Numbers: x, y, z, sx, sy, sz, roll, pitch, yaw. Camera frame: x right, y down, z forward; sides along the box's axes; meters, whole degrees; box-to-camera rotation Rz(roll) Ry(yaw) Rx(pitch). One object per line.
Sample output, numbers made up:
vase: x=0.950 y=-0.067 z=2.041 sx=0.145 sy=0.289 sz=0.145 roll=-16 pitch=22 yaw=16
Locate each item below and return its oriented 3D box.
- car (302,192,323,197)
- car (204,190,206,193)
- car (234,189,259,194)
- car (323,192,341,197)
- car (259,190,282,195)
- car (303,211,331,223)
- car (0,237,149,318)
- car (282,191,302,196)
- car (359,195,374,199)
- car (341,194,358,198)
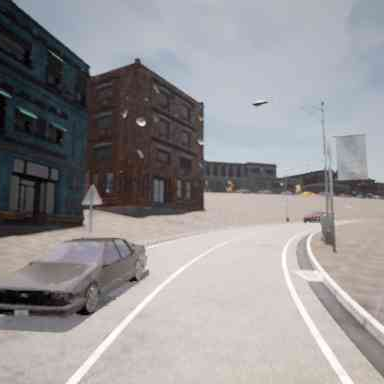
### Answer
car: x=27.206 y=0.781 z=77.728 sx=5.008 sy=1.535 sz=2.097 roll=2 pitch=-7 yaw=-19
car: x=0.922 y=-0.205 z=69.515 sx=4.553 sy=1.767 sz=2.185 roll=2 pitch=-7 yaw=-17
car: x=11.400 y=0.216 z=72.639 sx=4.892 sy=1.521 sz=2.231 roll=2 pitch=-7 yaw=-17
car: x=32.385 y=0.878 z=79.650 sx=4.553 sy=1.767 sz=2.185 roll=2 pitch=-7 yaw=-20
car: x=16.684 y=0.379 z=74.228 sx=4.892 sy=1.521 sz=2.231 roll=2 pitch=-7 yaw=-17
car: x=16.505 y=3.260 z=43.917 sx=5.008 sy=1.535 sz=1.882 roll=2 pitch=-6 yaw=-41
car: x=-2.669 y=1.912 z=8.681 sx=2.033 sy=1.411 sz=5.357 roll=-1 pitch=-2 yaw=9
car: x=21.964 y=0.610 z=75.918 sx=4.674 sy=1.452 sz=2.002 roll=2 pitch=-7 yaw=-18
car: x=42.796 y=1.532 z=83.860 sx=4.674 sy=1.452 sz=2.002 roll=3 pitch=-7 yaw=-23
car: x=37.707 y=1.276 z=81.737 sx=4.792 sy=1.488 sz=2.163 roll=3 pitch=-7 yaw=-22
